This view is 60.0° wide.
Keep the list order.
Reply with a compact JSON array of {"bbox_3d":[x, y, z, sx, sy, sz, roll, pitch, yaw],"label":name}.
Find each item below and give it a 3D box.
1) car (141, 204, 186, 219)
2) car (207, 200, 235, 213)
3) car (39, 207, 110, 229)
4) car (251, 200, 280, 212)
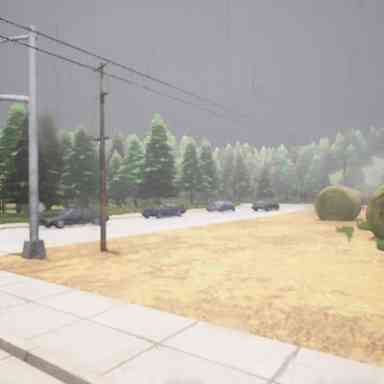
[{"bbox_3d":[-2.718,1.870,32.277,1.895,1.301,4.718,-1,0,37],"label":"car"},{"bbox_3d":[3.648,1.774,40.828,1.812,1.442,4.674,-1,0,37],"label":"car"},{"bbox_3d":[-8.593,1.837,24.366,2.033,1.411,5.357,-1,0,37],"label":"car"},{"bbox_3d":[9.420,1.736,42.430,2.033,1.411,5.357,-1,0,37],"label":"car"}]
